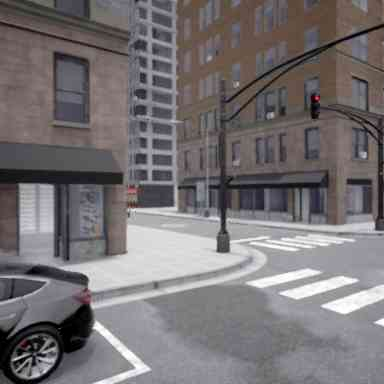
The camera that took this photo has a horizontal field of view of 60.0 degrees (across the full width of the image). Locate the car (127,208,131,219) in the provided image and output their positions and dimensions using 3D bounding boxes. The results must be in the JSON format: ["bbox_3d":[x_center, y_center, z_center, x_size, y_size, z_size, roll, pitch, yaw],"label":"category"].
[{"bbox_3d":[-7.148,1.596,29.674,1.837,1.490,4.892,0,0,-35],"label":"car"}]

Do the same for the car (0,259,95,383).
[{"bbox_3d":[-3.322,1.568,3.823,4.313,1.339,1.947,0,0,-35],"label":"car"}]
